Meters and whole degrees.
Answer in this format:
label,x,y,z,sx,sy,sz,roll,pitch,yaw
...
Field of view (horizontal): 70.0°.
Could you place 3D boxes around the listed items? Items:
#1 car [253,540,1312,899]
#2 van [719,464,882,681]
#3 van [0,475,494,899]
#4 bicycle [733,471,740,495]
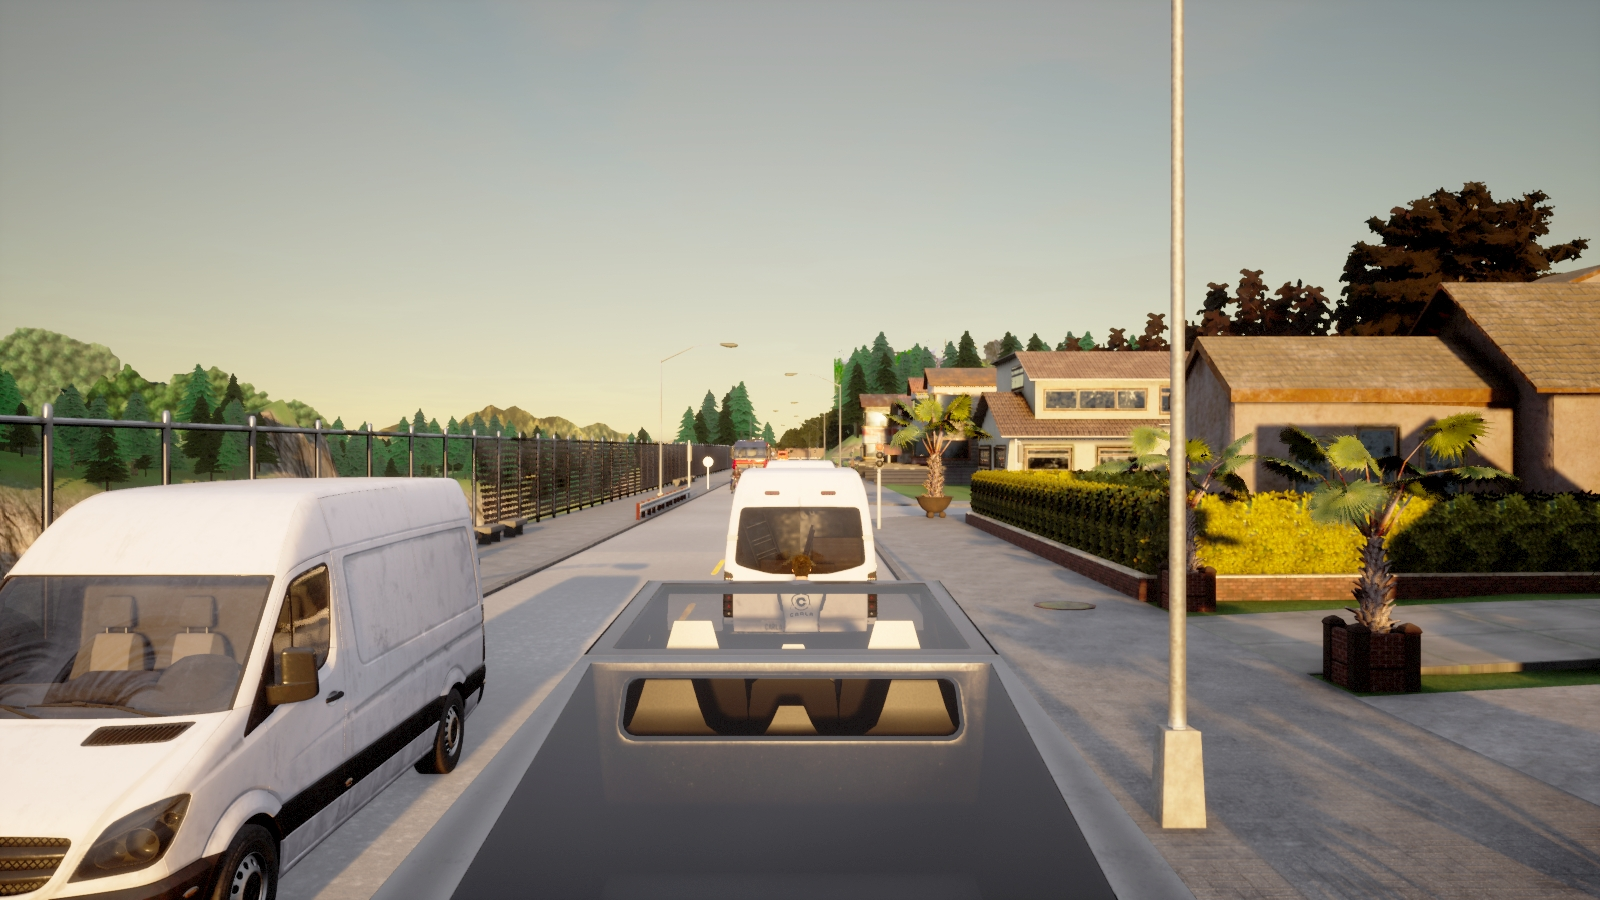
label,x,y,z,sx,sy,sz,roll,pitch,yaw
car,-0.034,1.751,5.716,2.390,2.098,6.274,0,0,0
van,0.009,1.528,16.844,1.988,2.561,5.915,0,0,0
van,-3.993,1.531,8.228,1.988,2.561,5.915,0,0,0
bicycle,-3.968,2.032,71.211,0.329,1.471,1.835,0,0,0
